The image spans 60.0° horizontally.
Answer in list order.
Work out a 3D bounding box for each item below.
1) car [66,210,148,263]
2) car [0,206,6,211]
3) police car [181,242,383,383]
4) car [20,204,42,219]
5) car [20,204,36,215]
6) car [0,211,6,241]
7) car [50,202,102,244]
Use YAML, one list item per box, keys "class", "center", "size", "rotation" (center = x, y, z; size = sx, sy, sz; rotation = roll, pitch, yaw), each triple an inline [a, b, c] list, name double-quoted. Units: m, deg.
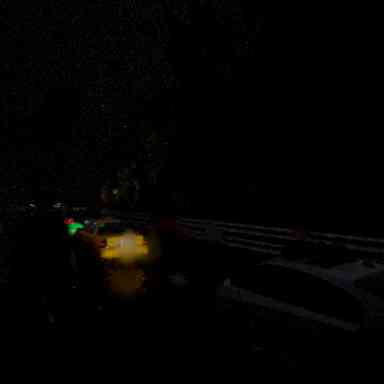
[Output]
- class: "car"
  center: [-3.476, 1.721, 13.241]
  size: [1.801, 1.575, 5.366]
  rotation: [1, -1, -30]
- class: "car"
  center: [-19.681, 2.131, 33.204]
  size: [1.812, 1.442, 4.674]
  rotation: [1, -1, -28]
- class: "police car"
  center: [1.570, 1.539, 4.662]
  size: [1.930, 1.638, 5.238]
  rotation: [1, -1, -31]
- class: "car"
  center: [-18.278, 2.240, 37.815]
  size: [1.812, 1.442, 4.674]
  rotation: [1, -1, -27]
- class: "car"
  center: [-23.497, 2.468, 47.656]
  size: [1.994, 1.385, 4.181]
  rotation: [1, -1, -27]
- class: "car"
  center: [-11.400, 1.927, 18.157]
  size: [1.895, 1.301, 4.718]
  rotation: [1, -1, -30]
- class: "car"
  center: [-6.347, 1.581, 18.244]
  size: [2.150, 2.045, 5.566]
  rotation: [1, -1, -30]
